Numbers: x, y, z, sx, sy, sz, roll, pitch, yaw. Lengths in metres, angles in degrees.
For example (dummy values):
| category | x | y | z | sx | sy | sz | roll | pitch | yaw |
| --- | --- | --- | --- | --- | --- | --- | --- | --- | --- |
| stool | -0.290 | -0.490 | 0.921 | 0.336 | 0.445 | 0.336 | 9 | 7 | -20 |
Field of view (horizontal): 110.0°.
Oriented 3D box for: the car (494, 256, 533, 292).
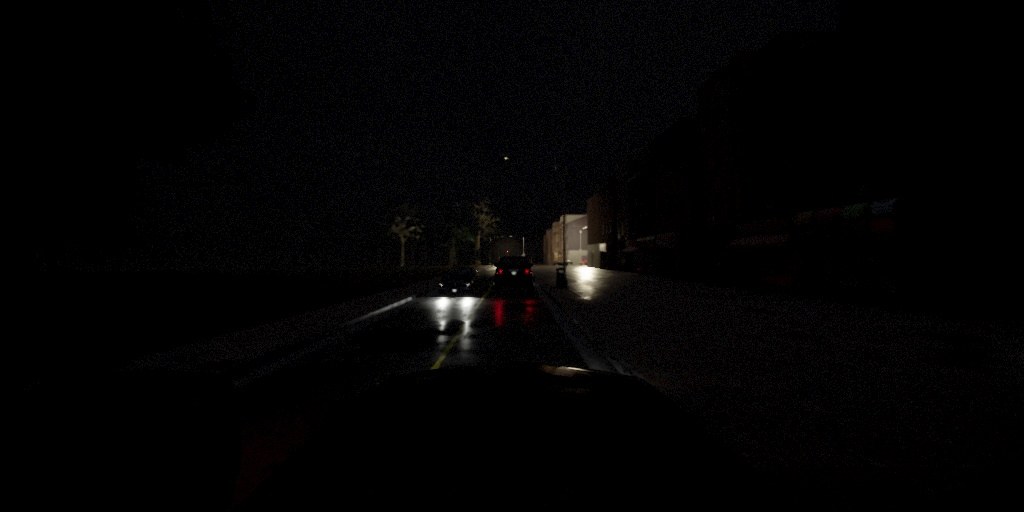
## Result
| category | x | y | z | sx | sy | sz | roll | pitch | yaw |
| --- | --- | --- | --- | --- | --- | --- | --- | --- | --- |
| car | 0.103 | 1.014 | 21.721 | 2.150 | 2.045 | 5.566 | 0 | 0 | 0 |

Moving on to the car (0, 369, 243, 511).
| category | x | y | z | sx | sy | sz | roll | pitch | yaw |
| --- | --- | --- | --- | --- | --- | --- | --- | --- | --- |
| car | -2.813 | 1.228 | 0.368 | 1.882 | 1.535 | 5.008 | 0 | 0 | 0 |

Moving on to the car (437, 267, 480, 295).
| category | x | y | z | sx | sy | sz | roll | pitch | yaw |
| --- | --- | --- | --- | --- | --- | --- | --- | --- | --- |
| car | -2.848 | 1.335 | 20.410 | 2.033 | 1.411 | 5.357 | 0 | 0 | 0 |
